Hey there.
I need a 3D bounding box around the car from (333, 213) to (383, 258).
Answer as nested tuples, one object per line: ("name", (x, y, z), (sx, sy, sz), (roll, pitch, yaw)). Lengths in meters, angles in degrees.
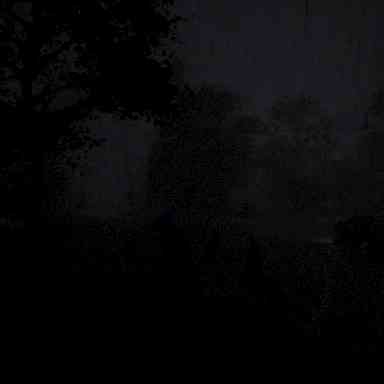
("car", (7.131, 1.607, 13.108), (1.837, 1.490, 4.892), (1, -1, 5))
